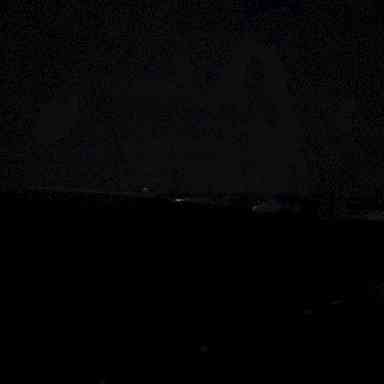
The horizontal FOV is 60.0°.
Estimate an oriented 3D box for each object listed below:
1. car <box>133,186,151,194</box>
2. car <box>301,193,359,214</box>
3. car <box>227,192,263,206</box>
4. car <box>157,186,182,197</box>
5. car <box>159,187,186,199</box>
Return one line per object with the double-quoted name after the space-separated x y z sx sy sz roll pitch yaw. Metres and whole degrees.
-9.649 -0.403 63.400 2.128 1.511 4.902 -3 4 -35 "car"
11.666 0.895 28.304 2.097 1.767 4.553 -3 4 -35 "car"
5.809 0.769 36.590 1.994 1.385 4.181 -3 4 -35 "car"
-3.840 -0.095 55.269 1.837 1.490 4.892 -3 4 -34 "car"
-2.616 0.292 48.551 1.994 1.385 4.181 -3 4 -35 "car"
